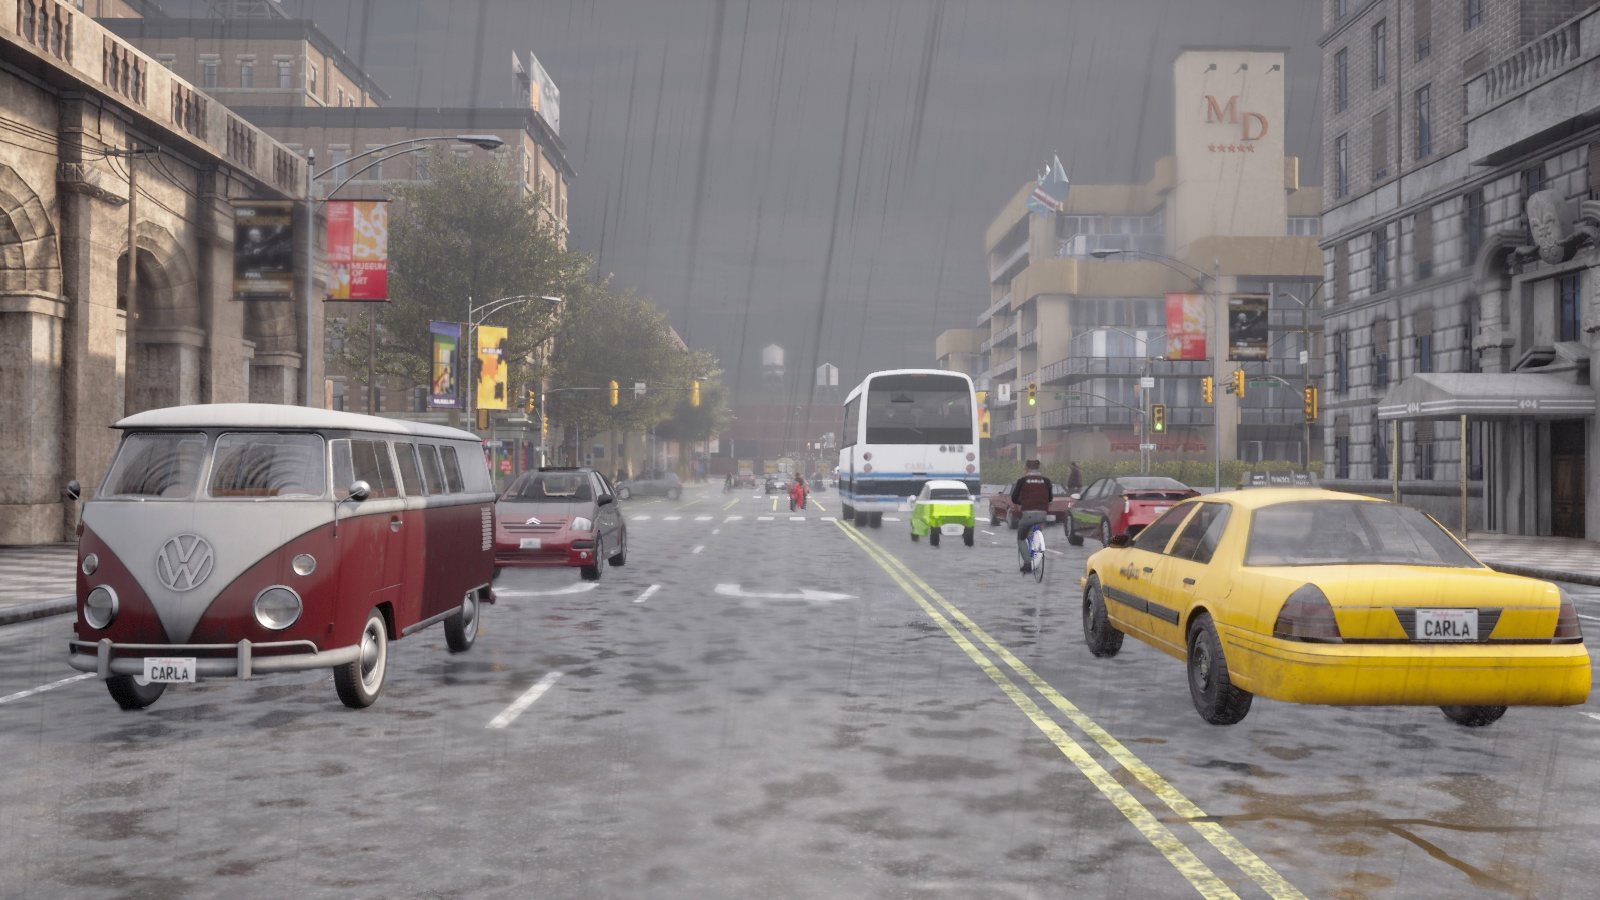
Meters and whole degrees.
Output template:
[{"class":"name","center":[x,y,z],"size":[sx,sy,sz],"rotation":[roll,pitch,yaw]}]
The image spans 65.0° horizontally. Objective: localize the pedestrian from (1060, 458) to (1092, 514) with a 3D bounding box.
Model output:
[{"class":"pedestrian","center":[9.124,1.177,41.509],"size":[0.899,1.844,0.634],"rotation":[0,-1,-1]}]

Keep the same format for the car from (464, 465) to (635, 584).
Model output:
[{"class":"car","center":[-3.690,1.049,19.162],"size":[1.851,1.617,3.988],"rotation":[0,-1,-1]}]

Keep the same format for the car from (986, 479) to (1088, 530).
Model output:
[{"class":"car","center":[6.547,1.479,35.225],"size":[1.895,1.301,4.718],"rotation":[0,-1,-1]}]

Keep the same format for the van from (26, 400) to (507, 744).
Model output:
[{"class":"van","center":[-3.607,0.741,9.502],"size":[1.775,1.987,4.442],"rotation":[0,-1,-1]}]

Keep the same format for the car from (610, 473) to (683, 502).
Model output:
[{"class":"car","center":[-8.027,1.967,66.061],"size":[3.633,1.501,1.845],"rotation":[0,-1,-1]}]

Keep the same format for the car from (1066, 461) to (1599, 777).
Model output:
[{"class":"car","center":[3.397,0.891,8.986],"size":[1.801,1.575,5.366],"rotation":[0,-1,0]}]

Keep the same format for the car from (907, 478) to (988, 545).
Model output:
[{"class":"car","center":[3.193,1.317,27.483],"size":[1.481,1.376,2.207],"rotation":[0,-1,-1]}]

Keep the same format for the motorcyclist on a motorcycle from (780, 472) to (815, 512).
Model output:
[{"class":"motorcyclist on a motorcycle","center":[-0.094,1.615,48.819],"size":[0.797,1.523,2.044],"rotation":[1,-1,16]}]

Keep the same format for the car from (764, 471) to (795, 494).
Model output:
[{"class":"car","center":[-1.442,2.247,87.812],"size":[2.128,1.511,4.902],"rotation":[0,-1,-1]}]

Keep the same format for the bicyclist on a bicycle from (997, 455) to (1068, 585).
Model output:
[{"class":"bicyclist on a bicycle","center":[3.323,0.975,18.104],"size":[0.659,1.776,1.843],"rotation":[0,-1,-1]}]

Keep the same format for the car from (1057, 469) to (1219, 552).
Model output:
[{"class":"car","center":[6.729,1.162,25.544],"size":[2.007,1.525,4.514],"rotation":[0,-1,-1]}]

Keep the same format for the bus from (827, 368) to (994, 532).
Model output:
[{"class":"bus","center":[2.990,0.061,37.924],"size":[3.944,4.253,10.273],"rotation":[0,-1,-1]}]
